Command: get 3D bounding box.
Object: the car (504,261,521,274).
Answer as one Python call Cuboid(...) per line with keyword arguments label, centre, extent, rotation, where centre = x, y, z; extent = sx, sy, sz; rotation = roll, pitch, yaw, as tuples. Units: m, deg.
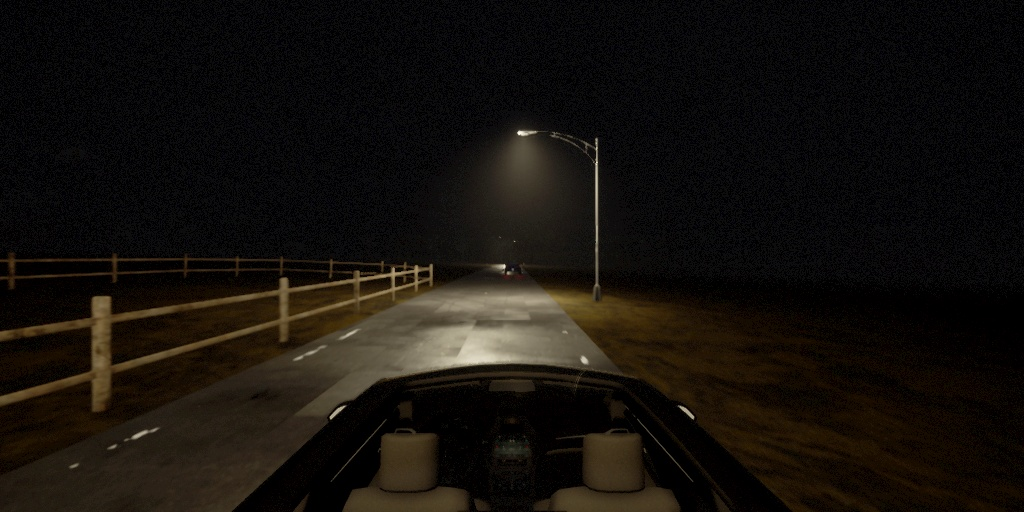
Cuboid(label="car", centre=(0.097, 1.314, 41.917), extent=(1.812, 1.442, 4.674), rotation=(0, 0, 0))
